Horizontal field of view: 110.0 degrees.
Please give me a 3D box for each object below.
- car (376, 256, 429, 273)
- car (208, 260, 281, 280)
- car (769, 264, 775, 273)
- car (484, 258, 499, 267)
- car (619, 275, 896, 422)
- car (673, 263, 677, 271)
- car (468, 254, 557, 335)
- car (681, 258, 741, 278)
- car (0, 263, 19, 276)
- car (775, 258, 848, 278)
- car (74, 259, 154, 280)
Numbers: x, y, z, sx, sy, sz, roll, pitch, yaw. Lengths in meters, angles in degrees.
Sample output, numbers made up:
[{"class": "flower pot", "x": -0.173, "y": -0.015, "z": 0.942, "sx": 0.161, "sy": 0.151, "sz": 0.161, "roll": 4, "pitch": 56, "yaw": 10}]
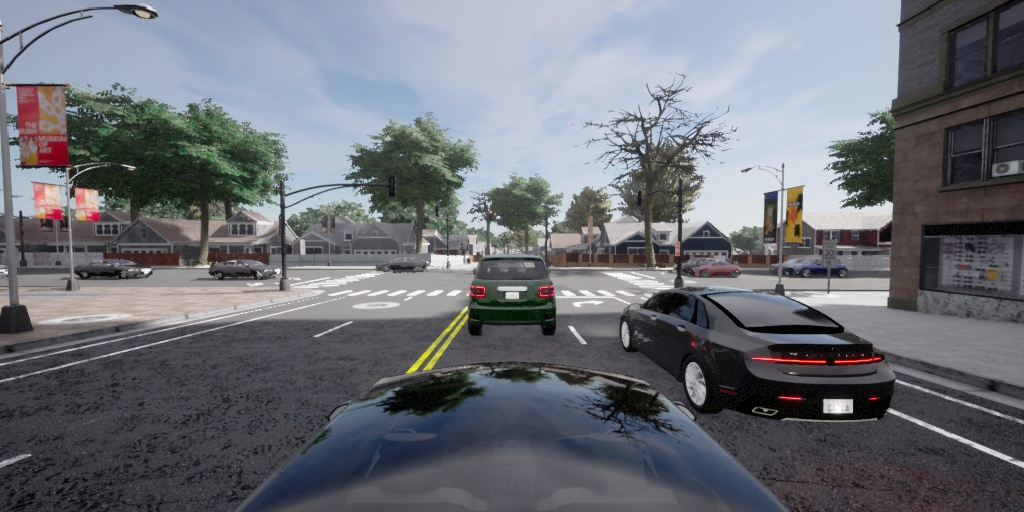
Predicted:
[{"class": "car", "x": -10.564, "y": 0.791, "z": 34.742, "sx": 4.902, "sy": 1.511, "sz": 2.128, "roll": 0, "pitch": 3, "yaw": -13}, {"class": "car", "x": -20.534, "y": 1.035, "z": 27.683, "sx": 4.902, "sy": 1.511, "sz": 2.128, "roll": 0, "pitch": 2, "yaw": -2}, {"class": "car", "x": 27.146, "y": 0.993, "z": 34.147, "sx": 4.674, "sy": 1.442, "sz": 1.812, "roll": 0, "pitch": 2, "yaw": 0}, {"class": "car", "x": -2.936, "y": 0.914, "z": 51.706, "sx": 1.895, "sy": 1.301, "sz": 4.718, "roll": 0, "pitch": 0, "yaw": 1}, {"class": "car", "x": 3.259, "y": 1.251, "z": 6.000, "sx": 1.837, "sy": 1.490, "sz": 4.892, "roll": 0, "pitch": 0, "yaw": 0}, {"class": "car", "x": 17.944, "y": 0.915, "z": 34.190, "sx": 4.902, "sy": 1.511, "sz": 2.128, "roll": 0, "pitch": 2, "yaw": 1}, {"class": "car", "x": -0.011, "y": 0.968, "z": 10.615, "sx": 2.150, "sy": 2.045, "sz": 5.566, "roll": 0, "pitch": 0, "yaw": 0}, {"class": "car", "x": 17.331, "y": 1.110, "z": 30.945, "sx": 4.181, "sy": 1.385, "sz": 1.994, "roll": 0, "pitch": 2, "yaw": 0}, {"class": "car", "x": -41.471, "y": 1.017, "z": 27.830, "sx": 4.674, "sy": 1.442, "sz": 1.812, "roll": 1, "pitch": 2, "yaw": 0}, {"class": "car", "x": 25.992, "y": 0.941, "z": 30.895, "sx": 4.553, "sy": 1.767, "sz": 2.097, "roll": 0, "pitch": 2, "yaw": 0}, {"class": "car", "x": -30.709, "y": 1.007, "z": 27.748, "sx": 4.902, "sy": 1.511, "sz": 2.128, "roll": 0, "pitch": 2, "yaw": 0}]
